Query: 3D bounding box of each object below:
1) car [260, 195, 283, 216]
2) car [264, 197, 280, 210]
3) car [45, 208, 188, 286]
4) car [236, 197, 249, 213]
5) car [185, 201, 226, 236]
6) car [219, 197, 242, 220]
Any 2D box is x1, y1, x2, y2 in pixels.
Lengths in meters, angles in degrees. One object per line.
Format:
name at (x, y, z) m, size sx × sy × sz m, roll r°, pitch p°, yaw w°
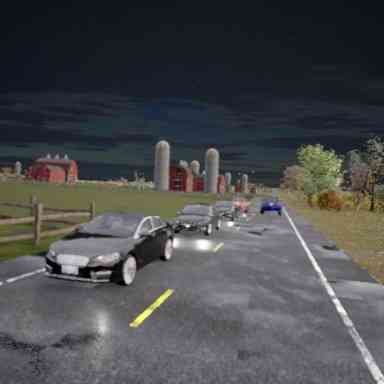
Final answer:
car at (8.848, 1.435, 37.046) m, size 2.150 × 2.045 × 5.566 m, roll 3°, pitch 0°, yaw 14°
car at (11.721, 1.638, 48.648) m, size 2.097 × 1.767 × 4.553 m, roll 3°, pitch 0°, yaw 14°
car at (-1.883, 1.318, 9.102) m, size 2.128 × 1.511 × 4.902 m, roll 3°, pitch 0°, yaw 14°
car at (5.284, 1.363, 37.555) m, size 2.097 × 1.767 × 4.553 m, roll 3°, pitch 0°, yaw 15°
car at (0.389, 1.390, 18.176) m, size 1.837 × 1.490 × 4.892 m, roll 3°, pitch 0°, yaw 14°
car at (2.784, 1.451, 27.741) m, size 1.837 × 1.490 × 4.892 m, roll 3°, pitch 0°, yaw 14°
